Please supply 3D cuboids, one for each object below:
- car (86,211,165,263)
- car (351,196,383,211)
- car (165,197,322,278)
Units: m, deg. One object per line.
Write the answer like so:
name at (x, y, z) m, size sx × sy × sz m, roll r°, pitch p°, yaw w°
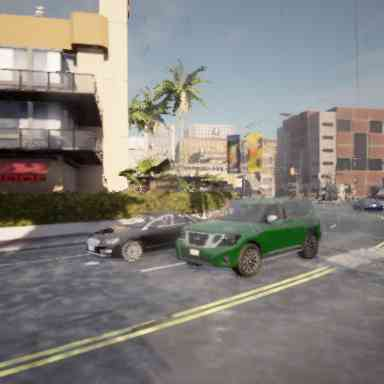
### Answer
car at (-1.383, 1.499, 12.232) m, size 4.902 × 1.511 × 2.128 m, roll 0°, pitch 0°, yaw -42°
car at (19.410, 1.396, 37.025) m, size 1.994 × 1.385 × 4.181 m, roll 0°, pitch 0°, yaw 6°
car at (2.072, 1.202, 10.566) m, size 5.566 × 2.045 × 2.150 m, roll 0°, pitch 0°, yaw -43°
